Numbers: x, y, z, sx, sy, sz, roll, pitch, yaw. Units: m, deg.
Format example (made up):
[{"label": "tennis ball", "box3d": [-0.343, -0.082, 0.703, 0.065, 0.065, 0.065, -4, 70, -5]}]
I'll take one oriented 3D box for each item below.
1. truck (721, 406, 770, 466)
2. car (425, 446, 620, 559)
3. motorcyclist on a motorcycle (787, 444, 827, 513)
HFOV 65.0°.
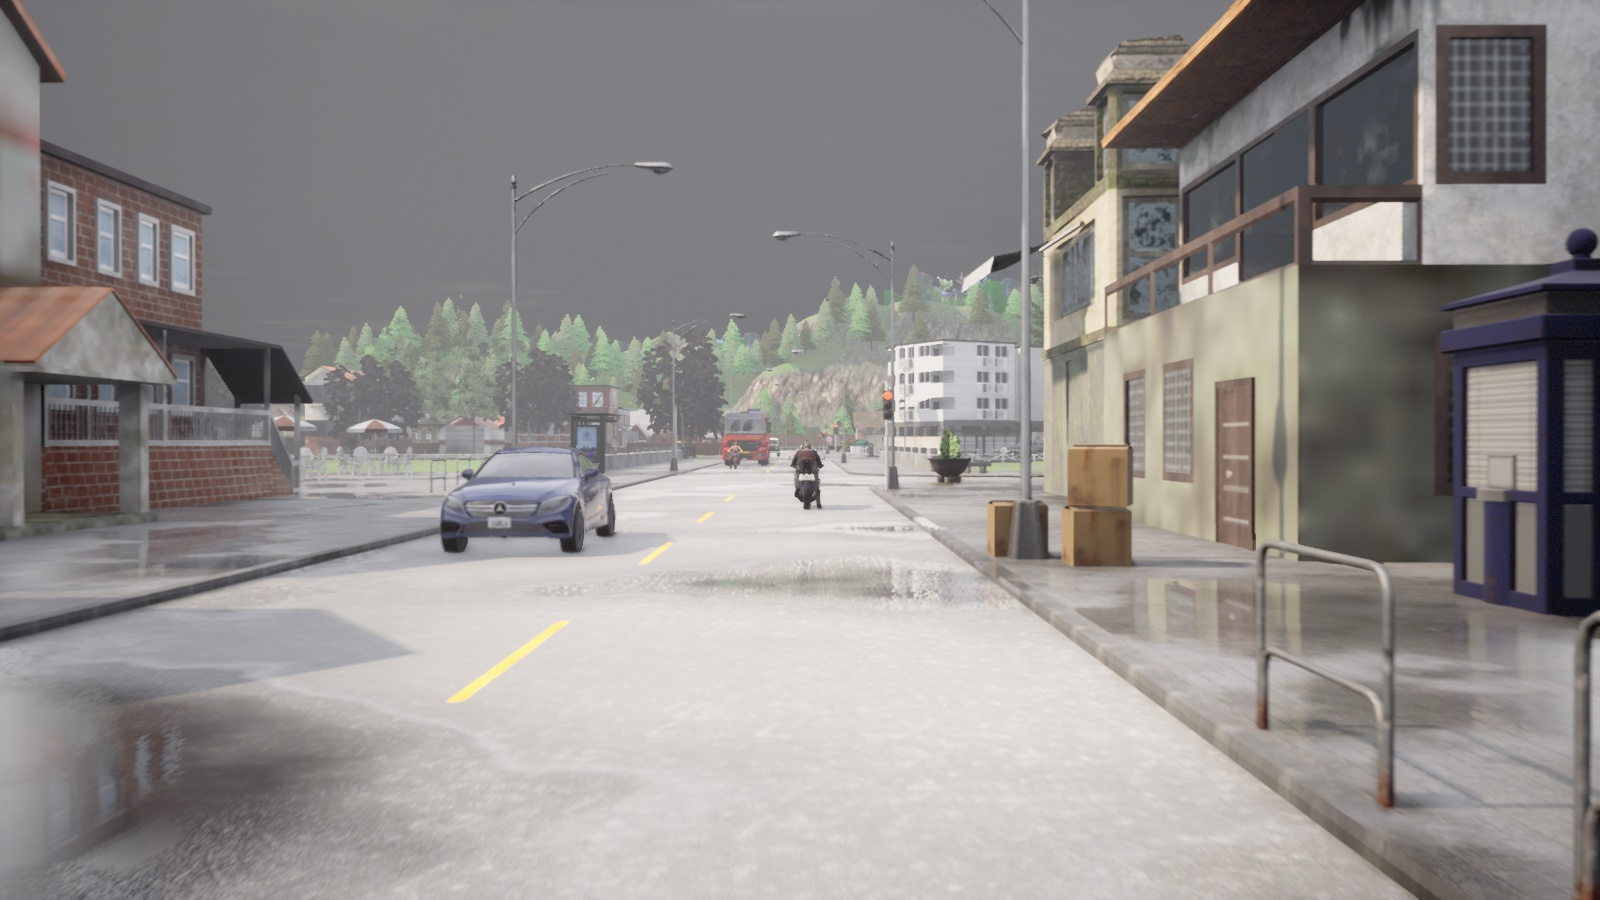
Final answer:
[{"label": "truck", "box3d": [-3.545, -0.896, 84.319, 2.891, 3.827, 8.468, 0, 0, 0]}, {"label": "car", "box3d": [-3.889, 0.665, 18.454, 1.812, 1.442, 4.674, 0, 0, 0]}, {"label": "motorcyclist on a motorcycle", "box3d": [0.164, 0.619, 28.833, 0.866, 1.530, 2.191, 0, 0, 1]}]
